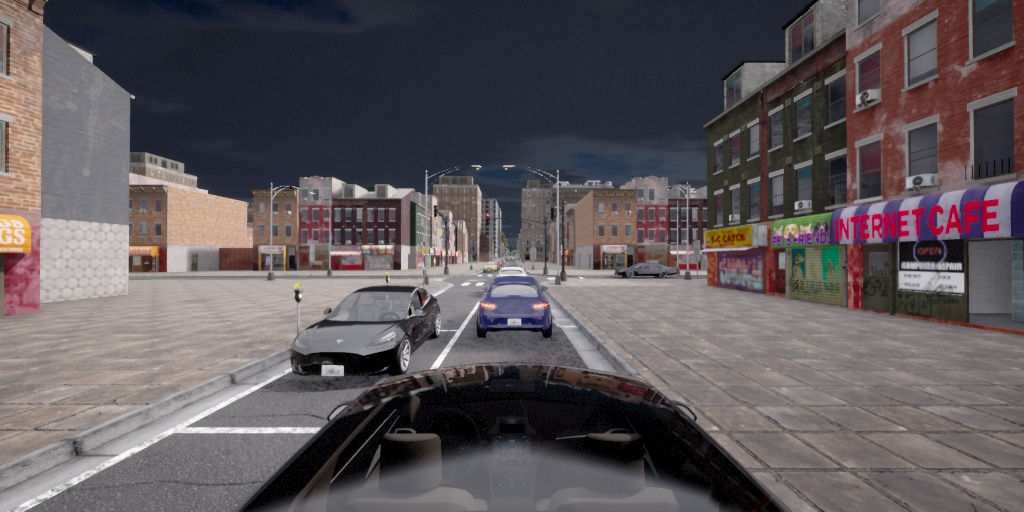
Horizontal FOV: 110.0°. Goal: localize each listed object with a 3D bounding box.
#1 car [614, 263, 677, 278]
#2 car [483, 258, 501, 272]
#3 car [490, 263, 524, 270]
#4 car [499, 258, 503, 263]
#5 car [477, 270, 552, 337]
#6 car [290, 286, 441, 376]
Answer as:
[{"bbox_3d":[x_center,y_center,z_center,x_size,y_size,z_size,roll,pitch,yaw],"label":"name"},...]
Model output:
[{"bbox_3d":[12.275,1.304,33.068,5.357,1.411,2.033,0,0,0],"label":"car"},{"bbox_3d":[-2.707,1.322,45.058,1.751,1.417,4.829,0,0,0],"label":"car"},{"bbox_3d":[-0.010,1.284,19.275,1.812,1.442,4.674,0,0,0],"label":"car"},{"bbox_3d":[-2.717,1.355,50.833,1.888,1.381,4.507,0,0,0],"label":"car"},{"bbox_3d":[0.065,1.278,10.141,1.812,1.442,4.674,0,0,0],"label":"car"},{"bbox_3d":[-2.647,1.317,7.459,1.948,1.339,4.313,0,0,0],"label":"car"}]
